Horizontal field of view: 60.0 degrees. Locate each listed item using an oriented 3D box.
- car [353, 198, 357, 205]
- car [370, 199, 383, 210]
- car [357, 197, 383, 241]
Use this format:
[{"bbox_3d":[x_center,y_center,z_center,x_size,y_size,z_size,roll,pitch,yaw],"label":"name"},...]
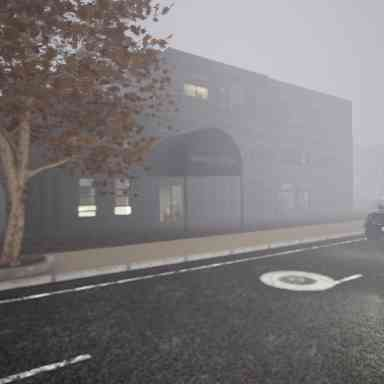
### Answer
[{"bbox_3d":[27.605,1.577,54.734,2.008,1.369,4.403,-2,0,-36],"label":"car"},{"bbox_3d":[25.649,1.615,42.984,1.947,1.339,4.313,-2,0,-36],"label":"car"},{"bbox_3d":[10.056,1.148,15.051,5.566,2.045,2.150,0,0,-36],"label":"car"}]
